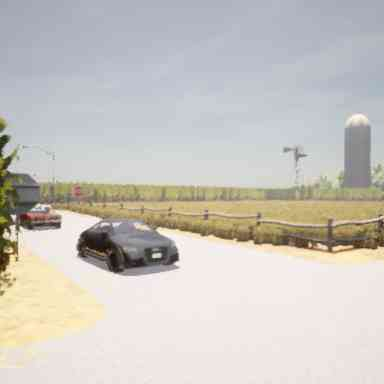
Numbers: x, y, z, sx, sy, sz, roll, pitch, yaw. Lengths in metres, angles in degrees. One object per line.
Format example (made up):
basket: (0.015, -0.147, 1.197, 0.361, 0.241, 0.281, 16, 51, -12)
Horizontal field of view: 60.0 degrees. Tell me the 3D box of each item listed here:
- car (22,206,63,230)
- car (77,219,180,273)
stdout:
car: (-9.812, 1.618, 21.432, 1.895, 1.301, 4.718, 0, 0, -35)
car: (-2.197, 1.587, 10.857, 1.994, 1.385, 4.181, 0, 0, -38)
